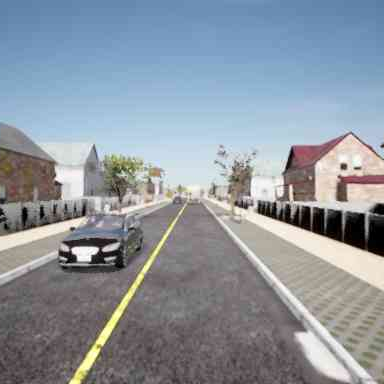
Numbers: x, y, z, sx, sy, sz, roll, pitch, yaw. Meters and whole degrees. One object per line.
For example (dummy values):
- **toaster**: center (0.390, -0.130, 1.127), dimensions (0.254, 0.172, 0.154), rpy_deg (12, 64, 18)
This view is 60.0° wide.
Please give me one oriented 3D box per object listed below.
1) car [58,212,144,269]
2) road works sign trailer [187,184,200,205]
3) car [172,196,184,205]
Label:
- **car**: center (-2.800, 1.457, 11.121), dimensions (2.128, 1.511, 4.902), rpy_deg (0, 0, 0)
- **road works sign trailer**: center (0.260, 0.454, 59.118), dimensions (2.380, 3.560, 2.880), rpy_deg (0, 0, 0)
- **car**: center (-2.510, 1.501, 60.486), dimensions (1.837, 1.490, 4.892), rpy_deg (0, 0, 1)
